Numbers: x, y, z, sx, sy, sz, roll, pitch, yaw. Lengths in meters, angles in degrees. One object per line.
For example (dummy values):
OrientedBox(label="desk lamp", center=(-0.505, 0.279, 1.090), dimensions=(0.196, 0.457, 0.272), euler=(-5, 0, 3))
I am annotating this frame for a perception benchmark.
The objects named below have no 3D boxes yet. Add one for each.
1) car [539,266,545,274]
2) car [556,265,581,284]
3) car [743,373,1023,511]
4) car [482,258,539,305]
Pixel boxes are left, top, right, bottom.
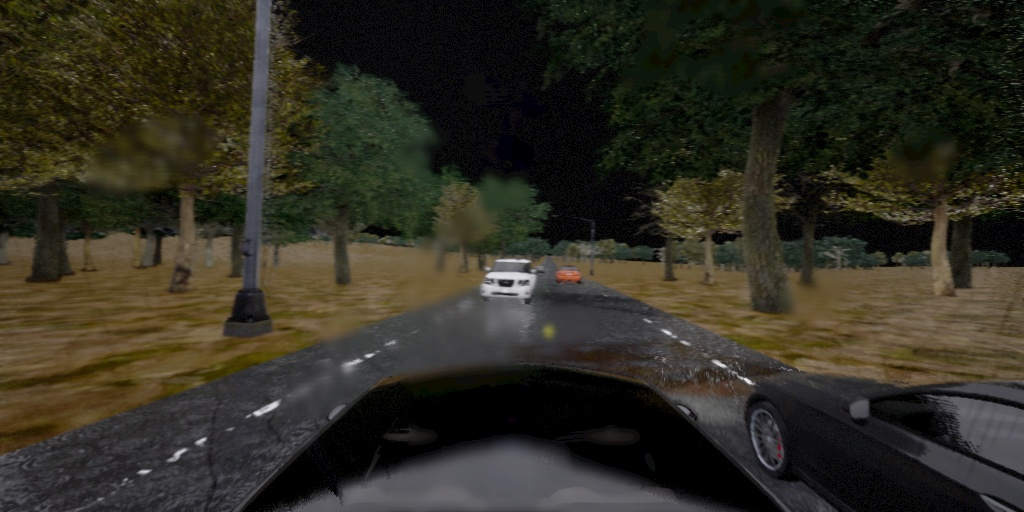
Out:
OrientedBox(label="car", center=(4.868, 2.485, 64.321), dimensions=(1.837, 1.490, 4.892), euler=(2, -1, 6))
OrientedBox(label="car", center=(5.449, 1.700, 34.738), dimensions=(2.097, 1.767, 4.553), euler=(2, -1, 6))
OrientedBox(label="car", center=(3.205, 1.403, 1.855), dimensions=(1.812, 1.442, 4.674), euler=(2, -1, 6))
OrientedBox(label="car", center=(0.010, 1.151, 17.818), dimensions=(2.150, 2.045, 5.566), euler=(2, -1, 6))
